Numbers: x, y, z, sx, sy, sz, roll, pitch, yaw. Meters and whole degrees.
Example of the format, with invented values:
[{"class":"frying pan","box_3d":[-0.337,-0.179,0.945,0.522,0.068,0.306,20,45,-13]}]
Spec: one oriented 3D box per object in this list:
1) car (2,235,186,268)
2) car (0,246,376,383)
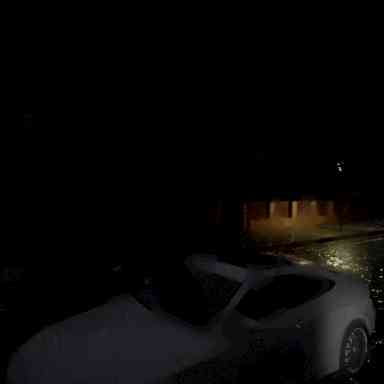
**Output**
[{"class":"car","box_3d":[-1.351,1.605,6.725,4.718,1.301,1.895,0,0,-36]},{"class":"car","box_3d":[0.419,1.530,3.994,4.674,1.442,1.812,0,0,-36]}]
